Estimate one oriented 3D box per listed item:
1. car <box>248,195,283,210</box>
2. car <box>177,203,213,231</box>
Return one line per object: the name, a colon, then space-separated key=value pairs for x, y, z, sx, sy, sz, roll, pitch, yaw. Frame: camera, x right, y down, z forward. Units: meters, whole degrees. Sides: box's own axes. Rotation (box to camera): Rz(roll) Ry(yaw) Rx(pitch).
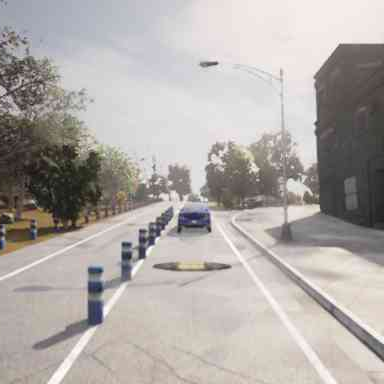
car: x=8.354 y=1.184 z=37.627 sx=4.892 sy=1.490 sz=1.837 roll=1 pitch=-7 yaw=-41
car: x=0.205 y=1.409 z=20.016 sx=1.882 sy=1.535 sz=5.008 roll=0 pitch=0 yaw=2
